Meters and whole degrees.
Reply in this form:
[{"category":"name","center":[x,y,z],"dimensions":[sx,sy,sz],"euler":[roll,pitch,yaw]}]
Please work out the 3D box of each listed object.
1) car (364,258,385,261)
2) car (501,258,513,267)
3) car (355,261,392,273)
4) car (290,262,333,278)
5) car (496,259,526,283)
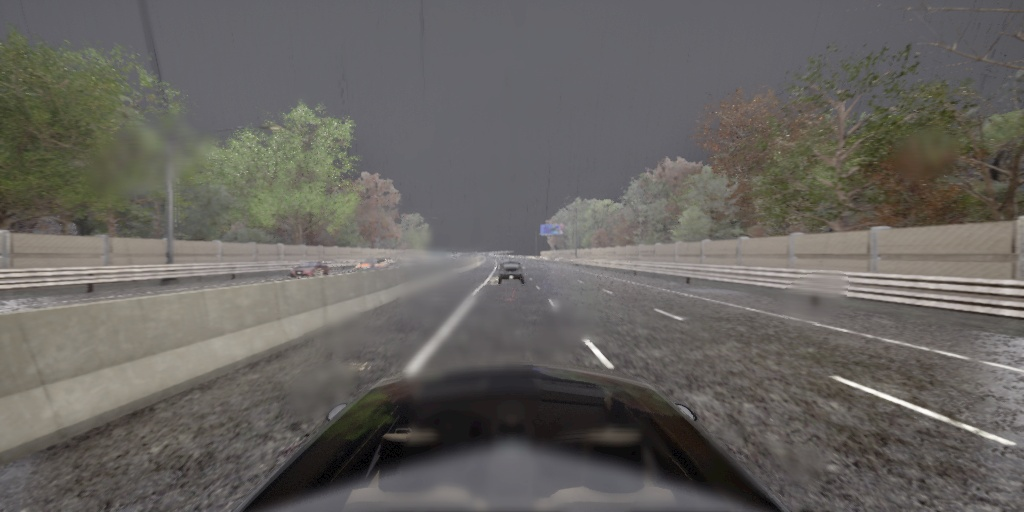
[{"category":"car","center":[-14.417,0.996,37.109],"dimensions":[2.097,1.767,4.553],"euler":[0,0,-1]},{"category":"car","center":[-0.924,1.103,60.556],"dimensions":[1.994,1.385,4.181],"euler":[0,0,-2]},{"category":"car","center":[-10.781,1.270,28.636],"dimensions":[1.895,1.301,4.718],"euler":[0,0,-1]},{"category":"car","center":[-17.820,1.231,31.962],"dimensions":[1.994,1.385,4.181],"euler":[0,0,-1]},{"category":"car","center":[-0.070,1.169,26.320],"dimensions":[1.837,1.490,4.892],"euler":[0,0,-1]}]
